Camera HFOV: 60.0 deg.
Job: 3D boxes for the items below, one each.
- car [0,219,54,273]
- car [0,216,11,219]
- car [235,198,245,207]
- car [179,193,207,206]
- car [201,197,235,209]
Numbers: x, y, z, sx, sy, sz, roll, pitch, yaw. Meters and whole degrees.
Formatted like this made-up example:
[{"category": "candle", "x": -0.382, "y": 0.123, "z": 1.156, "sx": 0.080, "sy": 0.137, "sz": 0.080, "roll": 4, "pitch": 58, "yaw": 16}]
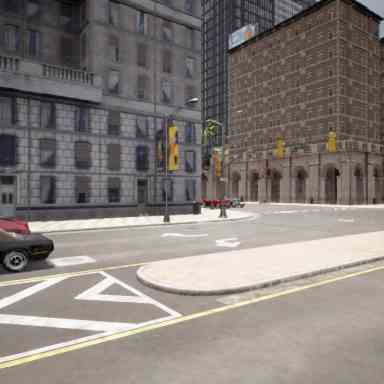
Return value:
[{"category": "car", "x": -6.499, "y": 1.601, "z": 9.208, "sx": 4.718, "sy": 1.301, "sz": 1.895, "roll": 0, "pitch": 0, "yaw": -35}, {"category": "car", "x": -8.443, "y": 1.526, "z": 12.113, "sx": 4.674, "sy": 1.442, "sz": 1.812, "roll": 0, "pitch": 0, "yaw": -35}, {"category": "car", "x": 5.710, "y": 1.491, "z": 49.049, "sx": 2.128, "sy": 1.511, "sz": 4.902, "roll": 0, "pitch": 0, "yaw": -35}, {"category": "car", "x": 0.072, "y": 1.221, "z": 57.150, "sx": 2.150, "sy": 2.045, "sz": 5.566, "roll": 0, "pitch": 0, "yaw": -34}, {"category": "car", "x": 3.280, "y": 1.478, "z": 46.419, "sx": 1.882, "sy": 1.535, "sz": 5.008, "roll": 0, "pitch": 0, "yaw": -35}]
